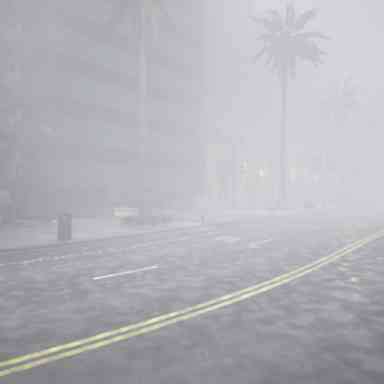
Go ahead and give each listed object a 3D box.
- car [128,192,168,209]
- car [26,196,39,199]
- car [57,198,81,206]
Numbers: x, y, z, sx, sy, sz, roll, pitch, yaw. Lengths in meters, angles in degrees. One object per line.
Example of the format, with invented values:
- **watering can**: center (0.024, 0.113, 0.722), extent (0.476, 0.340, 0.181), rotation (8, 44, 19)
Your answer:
- **car**: center (-5.240, 1.034, 41.004), extent (2.435, 2.045, 5.566), rotation (0, 0, 39)
- **car**: center (-28.739, 1.520, 59.815), extent (2.161, 1.482, 4.786), rotation (0, 0, 39)
- **car**: center (-20.048, 1.532, 52.120), extent (1.895, 1.301, 4.718), rotation (0, 0, 39)
